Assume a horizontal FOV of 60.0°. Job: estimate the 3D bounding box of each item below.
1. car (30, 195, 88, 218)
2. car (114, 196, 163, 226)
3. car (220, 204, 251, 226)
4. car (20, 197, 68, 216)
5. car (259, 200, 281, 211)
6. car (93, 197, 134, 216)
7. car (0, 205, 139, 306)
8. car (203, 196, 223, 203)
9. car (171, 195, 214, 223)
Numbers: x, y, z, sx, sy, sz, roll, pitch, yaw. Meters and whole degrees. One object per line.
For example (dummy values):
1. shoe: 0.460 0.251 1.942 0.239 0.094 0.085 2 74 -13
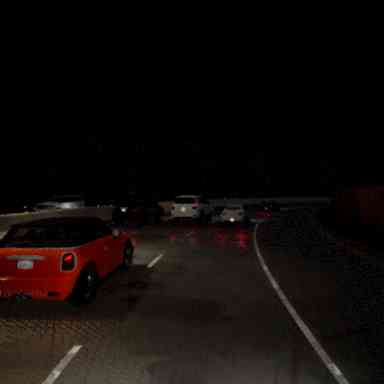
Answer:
1. car: -12.780 1.347 32.422 2.150 2.045 5.566 0 -1 17
2. car: -3.907 1.296 24.648 2.150 2.045 5.566 0 0 13
3. car: 3.176 1.575 23.903 1.812 1.442 4.674 0 0 14
4. car: -15.529 1.489 35.163 2.097 1.767 4.553 0 0 18
5. car: 9.808 1.672 41.397 1.895 1.301 4.718 0 0 27
6. car: -8.170 1.466 35.202 2.097 1.767 4.553 0 0 20
7. car: -2.964 1.383 8.341 2.097 1.767 4.553 0 0 4
8. car: 4.515 1.618 71.665 1.895 1.301 4.718 0 0 39
9. car: 0.105 1.286 26.113 2.150 2.045 5.566 0 0 15
